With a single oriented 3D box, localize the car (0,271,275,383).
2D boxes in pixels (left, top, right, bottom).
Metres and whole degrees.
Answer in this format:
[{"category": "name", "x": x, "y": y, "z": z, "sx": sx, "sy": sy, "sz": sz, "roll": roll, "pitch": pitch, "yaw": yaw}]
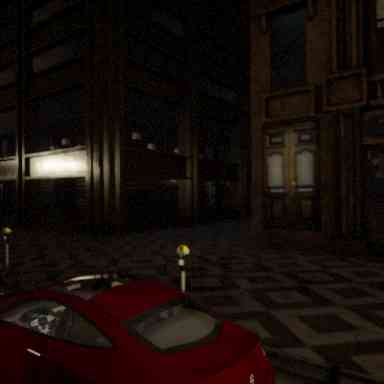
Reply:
[{"category": "car", "x": -1.185, "y": 1.614, "z": 3.806, "sx": 4.206, "sy": 1.307, "sz": 1.802, "roll": -1, "pitch": 0, "yaw": 35}]
